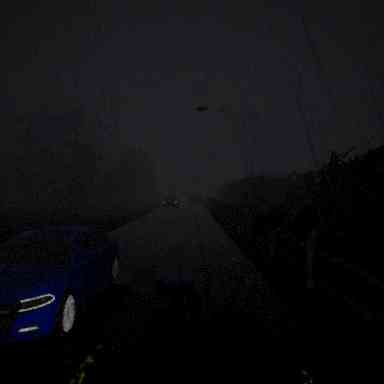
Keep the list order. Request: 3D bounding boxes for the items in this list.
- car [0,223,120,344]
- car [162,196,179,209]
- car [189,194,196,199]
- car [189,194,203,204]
[{"bbox_3d":[-2.838,1.480,6.838,1.882,1.535,5.008,0,0,0],"label":"car"},{"bbox_3d":[-2.823,1.333,44.613,2.097,1.767,4.553,0,0,0],"label":"car"},{"bbox_3d":[0.028,1.318,91.515,1.895,1.301,4.718,0,0,0],"label":"car"},{"bbox_3d":[0.918,1.308,60.269,2.097,1.767,4.553,0,0,1],"label":"car"}]
